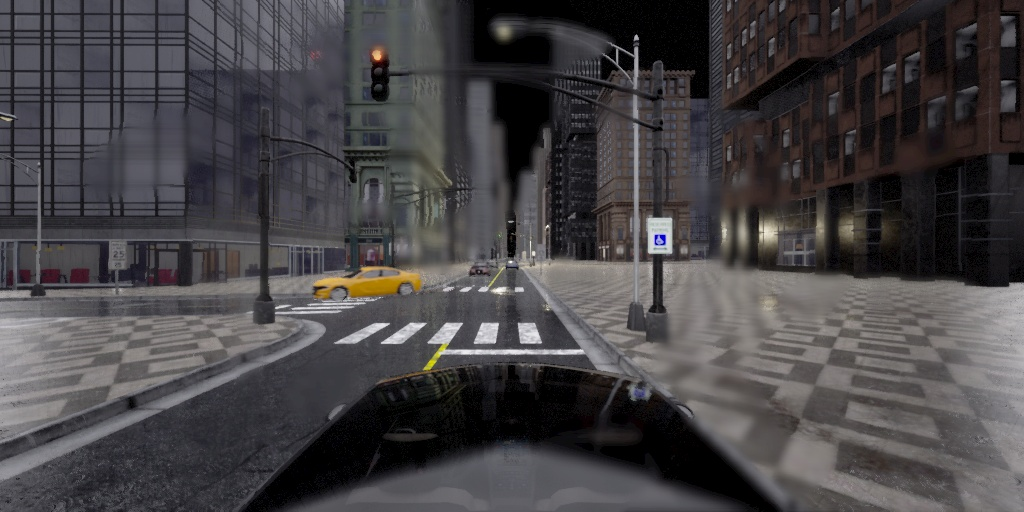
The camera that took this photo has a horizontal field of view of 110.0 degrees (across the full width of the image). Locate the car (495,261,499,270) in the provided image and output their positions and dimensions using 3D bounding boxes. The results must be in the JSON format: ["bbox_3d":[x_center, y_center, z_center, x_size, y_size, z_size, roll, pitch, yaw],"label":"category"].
[{"bbox_3d":[-3.035,1.326,53.425,1.994,1.385,4.181,0,0,1],"label":"car"}]

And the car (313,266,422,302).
[{"bbox_3d":[-6.984,1.291,17.741,5.008,1.535,1.882,-1,2,-37],"label":"car"}]

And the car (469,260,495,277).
[{"bbox_3d":[-3.089,1.315,35.523,1.994,1.385,4.181,0,0,0],"label":"car"}]

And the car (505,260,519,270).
[{"bbox_3d":[0.015,1.325,53.451,1.994,1.385,4.181,0,0,0],"label":"car"}]
